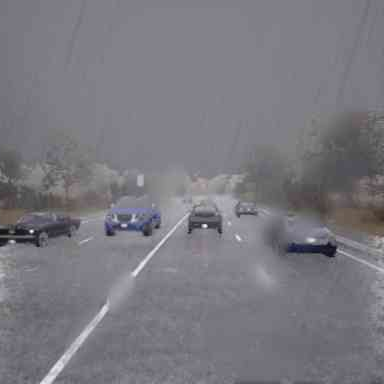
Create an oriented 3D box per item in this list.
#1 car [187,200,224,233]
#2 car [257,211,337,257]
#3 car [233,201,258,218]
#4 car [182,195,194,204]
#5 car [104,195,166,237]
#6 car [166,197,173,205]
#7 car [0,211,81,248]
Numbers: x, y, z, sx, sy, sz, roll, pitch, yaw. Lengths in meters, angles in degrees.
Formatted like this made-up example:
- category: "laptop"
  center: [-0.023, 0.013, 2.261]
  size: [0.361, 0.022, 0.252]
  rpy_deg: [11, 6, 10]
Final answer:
- category: "car"
  center: [0.767, 1.470, 19.368]
  size: [1.837, 1.490, 4.892]
  rpy_deg: [0, 0, 3]
- category: "car"
  center: [3.983, 1.548, 12.935]
  size: [1.994, 1.385, 4.181]
  rpy_deg: [0, 0, 2]
- category: "car"
  center: [4.804, 1.502, 30.050]
  size: [2.033, 1.411, 5.357]
  rpy_deg: [0, 0, 3]
- category: "car"
  center: [-0.720, 1.390, 61.178]
  size: [1.837, 1.490, 4.892]
  rpy_deg: [0, 0, 4]
- category: "car"
  center: [-3.011, 1.181, 18.120]
  size: [2.150, 2.045, 5.566]
  rpy_deg: [0, 0, 3]
- category: "car"
  center: [-4.448, 1.482, 57.164]
  size: [1.895, 1.301, 4.718]
  rpy_deg: [0, 0, 4]
- category: "car"
  center: [-6.674, 1.558, 14.708]
  size: [1.895, 1.301, 4.718]
  rpy_deg: [0, 0, 3]
